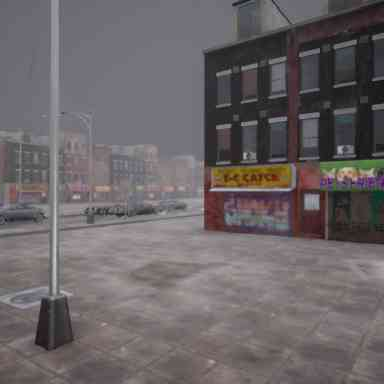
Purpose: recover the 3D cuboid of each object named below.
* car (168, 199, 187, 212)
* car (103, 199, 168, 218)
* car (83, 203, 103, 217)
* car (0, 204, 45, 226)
[{"bbox_3d":[-2.346,1.450,37.850,1.994,1.385,4.181,0,0,35],"label":"car"},{"bbox_3d":[-4.821,1.472,29.228,2.033,1.411,5.357,0,0,35],"label":"car"},{"bbox_3d":[-7.538,1.519,30.503,1.895,1.301,4.718,0,0,36],"label":"car"},{"bbox_3d":[-12.580,1.515,23.366,1.994,1.385,4.181,0,0,36],"label":"car"}]
